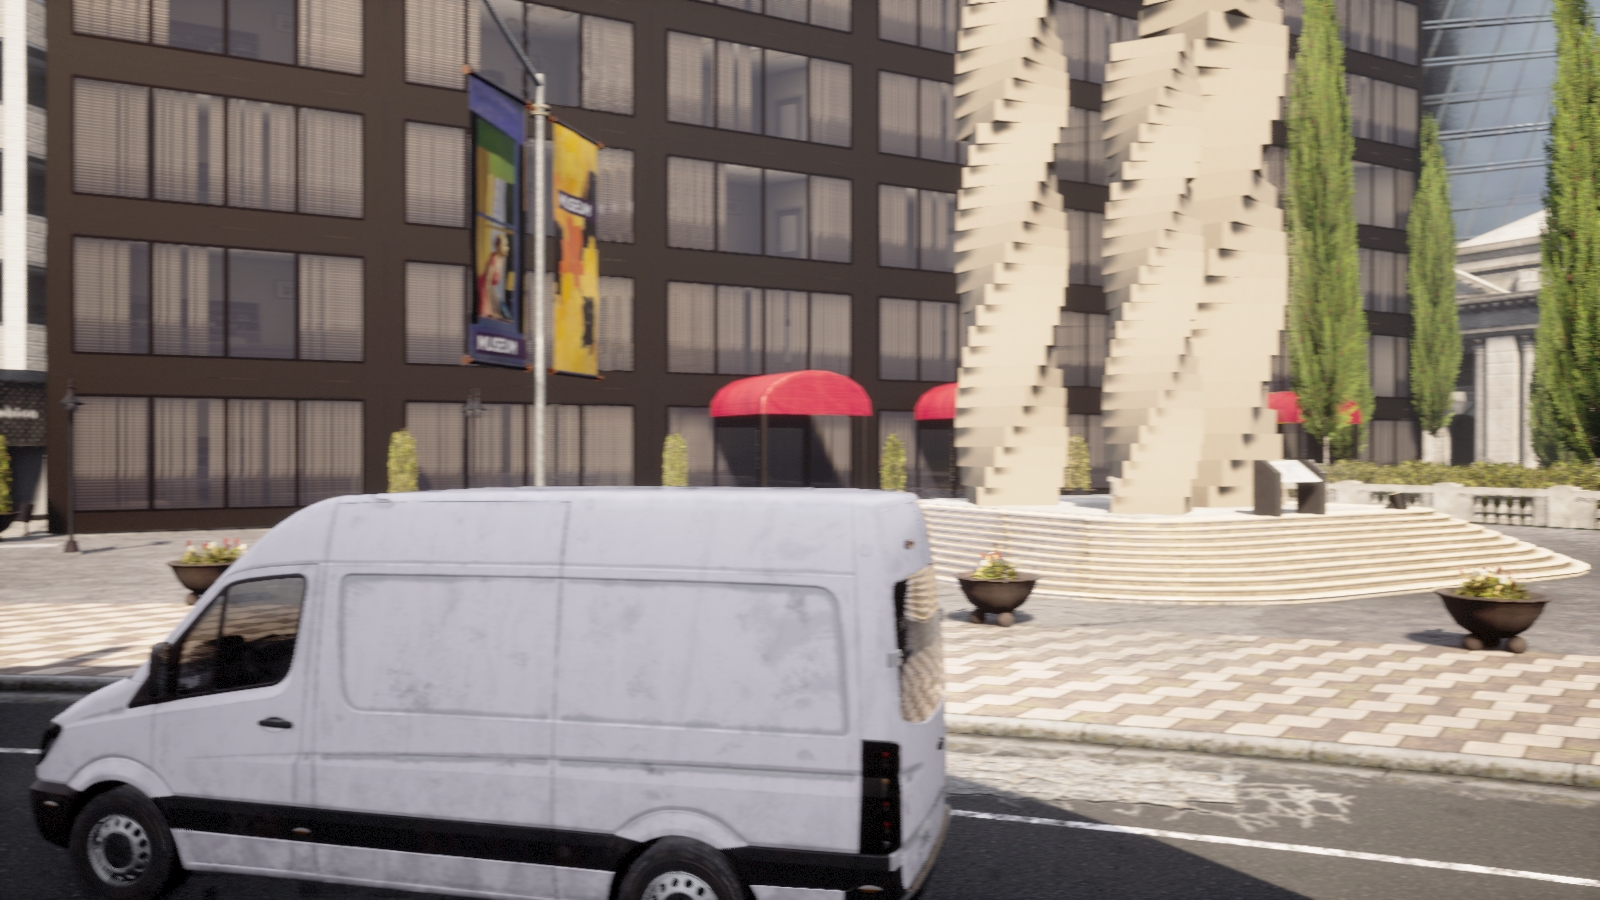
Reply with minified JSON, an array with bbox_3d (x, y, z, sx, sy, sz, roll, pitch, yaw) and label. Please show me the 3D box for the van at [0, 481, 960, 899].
[{"bbox_3d":[-2.054,1.527,7.396,5.915,2.561,1.988,0,0,15],"label":"van"}]
